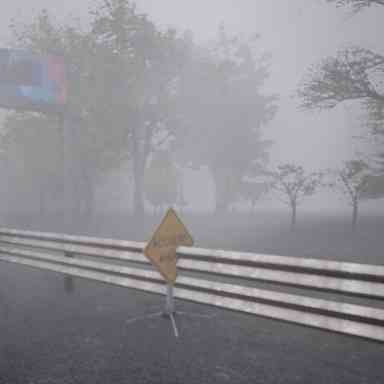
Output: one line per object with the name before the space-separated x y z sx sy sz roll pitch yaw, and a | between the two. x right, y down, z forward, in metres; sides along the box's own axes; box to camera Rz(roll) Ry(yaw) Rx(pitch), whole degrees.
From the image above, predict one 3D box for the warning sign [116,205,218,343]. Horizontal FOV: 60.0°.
warning sign | -0.370 1.160 5.421 1.060 1.860 1.300 -1 -1 35
